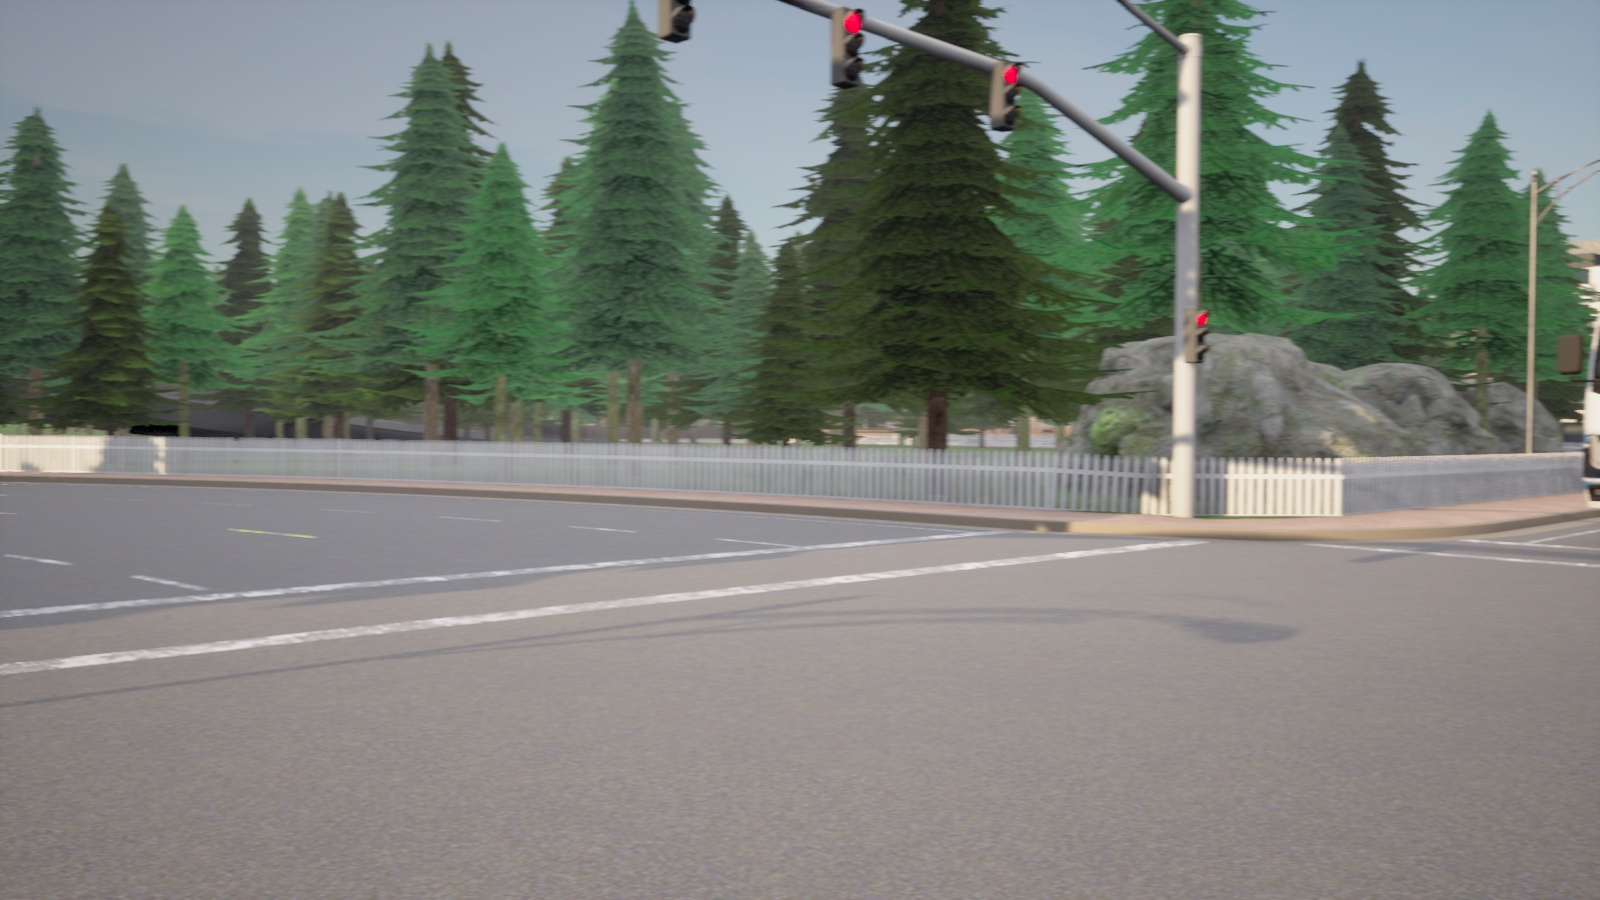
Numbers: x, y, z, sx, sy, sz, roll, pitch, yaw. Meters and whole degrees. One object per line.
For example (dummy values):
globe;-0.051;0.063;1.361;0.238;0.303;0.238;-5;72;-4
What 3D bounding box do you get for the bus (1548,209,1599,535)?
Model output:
bus;14.918;-1.094;19.210;3.944;4.253;10.273;0;1;43
